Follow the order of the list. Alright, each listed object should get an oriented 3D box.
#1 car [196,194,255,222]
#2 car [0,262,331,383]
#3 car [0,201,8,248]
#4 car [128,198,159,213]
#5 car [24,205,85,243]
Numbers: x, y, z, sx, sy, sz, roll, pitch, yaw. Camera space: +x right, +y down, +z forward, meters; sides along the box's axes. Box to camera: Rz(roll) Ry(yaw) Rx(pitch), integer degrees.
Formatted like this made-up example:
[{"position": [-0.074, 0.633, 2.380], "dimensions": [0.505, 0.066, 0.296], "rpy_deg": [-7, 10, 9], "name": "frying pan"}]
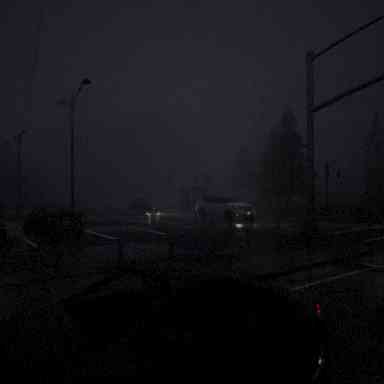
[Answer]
[{"position": [2.562, 1.221, 26.907], "dimensions": [2.150, 2.045, 5.566], "rpy_deg": [0, 0, -36], "name": "car"}, {"position": [-0.374, 1.564, 3.661], "dimensions": [4.181, 1.385, 1.994], "rpy_deg": [0, 0, -35], "name": "car"}, {"position": [-8.901, 1.331, 13.414], "dimensions": [2.152, 1.636, 5.027], "rpy_deg": [0, 0, -36], "name": "car"}, {"position": [-5.532, 1.487, 37.867], "dimensions": [2.128, 1.511, 4.902], "rpy_deg": [0, 1, -37], "name": "car"}, {"position": [-6.392, 1.340, 15.297], "dimensions": [2.007, 1.523, 4.514], "rpy_deg": [0, 0, -36], "name": "car"}]
